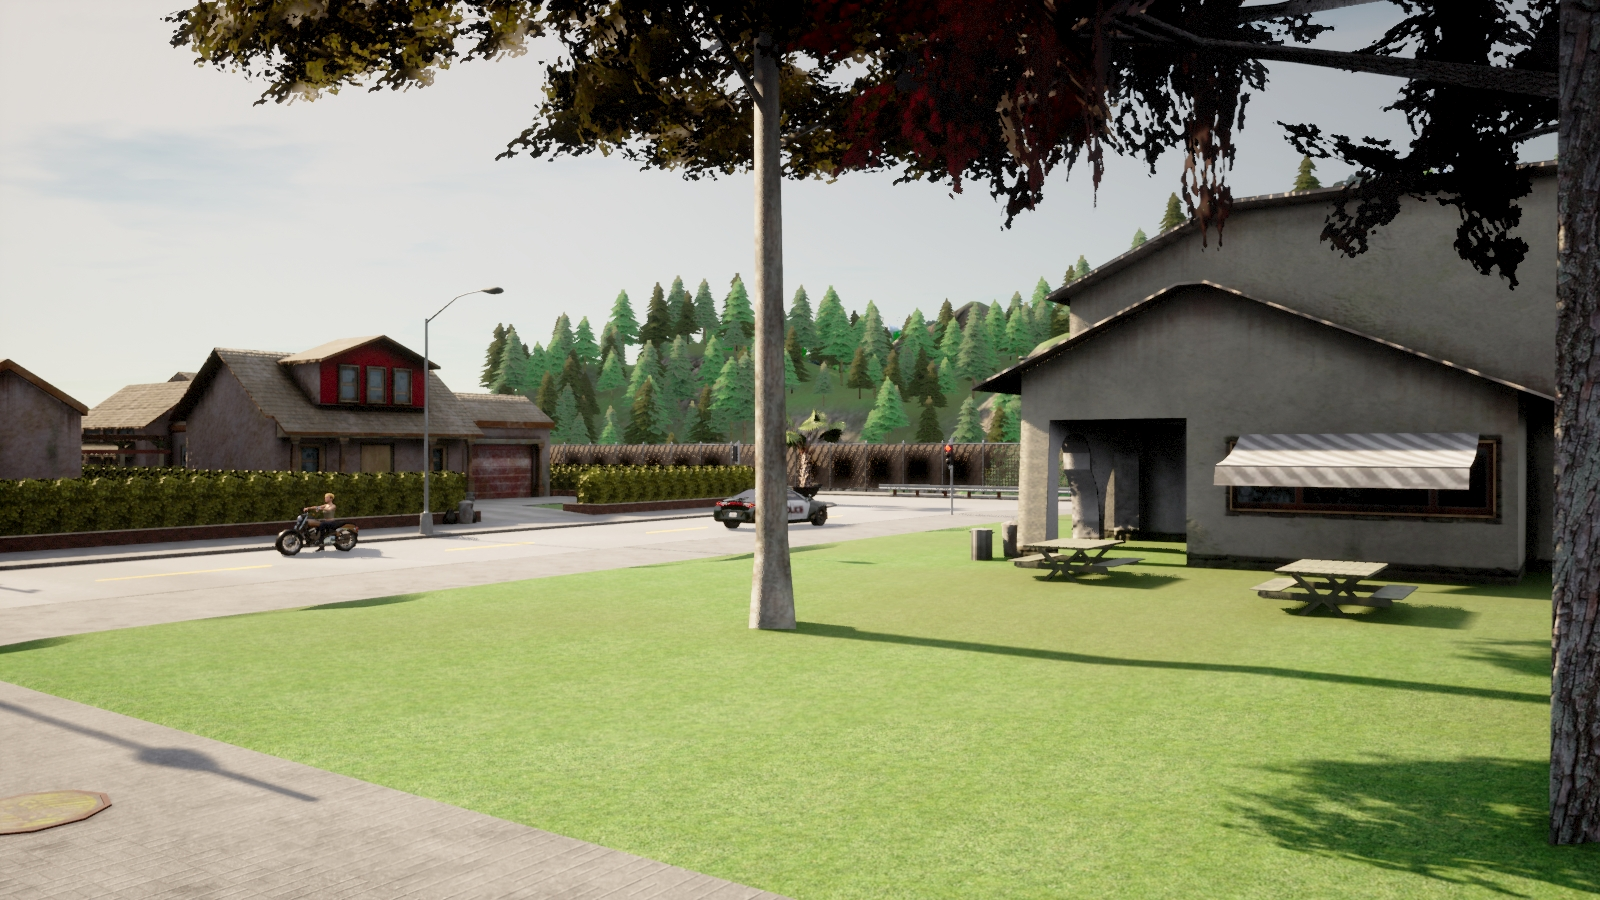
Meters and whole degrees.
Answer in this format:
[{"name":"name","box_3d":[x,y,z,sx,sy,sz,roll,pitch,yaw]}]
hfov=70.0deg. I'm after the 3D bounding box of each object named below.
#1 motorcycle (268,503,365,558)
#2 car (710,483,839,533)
[{"name":"motorcycle","box_3d":[-13.052,2.156,30.909,0.764,1.307,2.356,0,0,35]},{"name":"car","box_3d":[-0.852,2.039,41.428,2.038,1.542,4.974,0,0,37]}]
